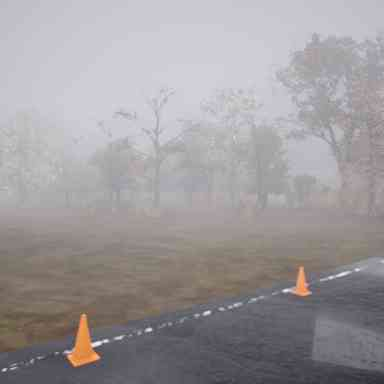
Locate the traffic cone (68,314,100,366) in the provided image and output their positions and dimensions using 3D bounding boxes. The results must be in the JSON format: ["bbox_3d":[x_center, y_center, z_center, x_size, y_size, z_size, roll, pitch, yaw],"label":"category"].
[{"bbox_3d":[-1.472,1.967,4.530,0.340,0.580,0.340,0,0,-36],"label":"traffic cone"}]

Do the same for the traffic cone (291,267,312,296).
[{"bbox_3d":[2.471,1.977,7.489,0.340,0.580,0.340,0,0,-38],"label":"traffic cone"}]
